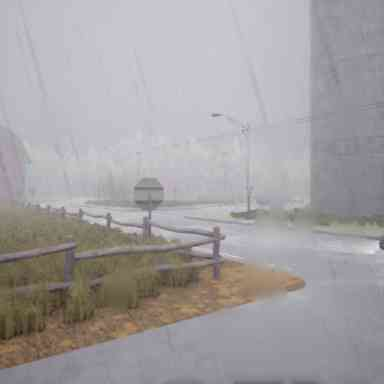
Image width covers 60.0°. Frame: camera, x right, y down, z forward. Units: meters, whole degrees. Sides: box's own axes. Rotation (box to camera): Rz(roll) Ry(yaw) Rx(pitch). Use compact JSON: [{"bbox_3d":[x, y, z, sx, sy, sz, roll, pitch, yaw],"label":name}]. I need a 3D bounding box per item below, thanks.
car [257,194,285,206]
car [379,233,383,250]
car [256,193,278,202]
[{"bbox_3d":[12.965,1.446,54.145,2.242,1.667,4.611,0,0,-36],"label":"car"},{"bbox_3d":[8.540,1.553,10.861,1.994,1.385,4.181,0,0,-36],"label":"car"},{"bbox_3d":[16.494,1.265,73.110,1.932,1.855,4.605,0,0,-36],"label":"car"}]
